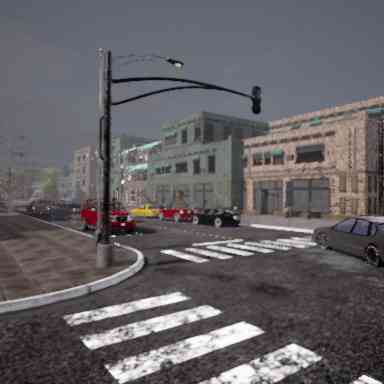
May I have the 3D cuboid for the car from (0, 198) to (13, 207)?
[{"bbox_3d":[-36.484,2.278,65.604,2.008,1.369,4.403,0,-1,-34],"label":"car"}]

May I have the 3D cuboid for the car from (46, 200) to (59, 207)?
[{"bbox_3d":[-29.574,2.424,70.343,1.802,1.307,4.206,0,-1,-34],"label":"car"}]

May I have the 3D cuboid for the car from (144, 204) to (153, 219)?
[{"bbox_3d":[-4.569,1.887,33.880,1.752,1.417,4.829,0,-1,-34],"label":"car"}]

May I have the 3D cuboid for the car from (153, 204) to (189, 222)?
[{"bbox_3d":[-1.335,1.739,29.165,1.967,1.590,4.097,0,-1,-34],"label":"car"}]

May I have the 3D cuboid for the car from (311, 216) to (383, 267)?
[{"bbox_3d":[6.142,1.541,11.419,2.033,1.411,5.357,0,0,-7],"label":"car"}]

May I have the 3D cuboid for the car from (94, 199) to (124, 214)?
[{"bbox_3d":[-10.749,1.796,42.893,2.192,1.841,5.009,0,-1,-34],"label":"car"}]

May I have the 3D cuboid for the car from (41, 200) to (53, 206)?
[{"bbox_3d":[-32.712,2.484,74.919,1.802,1.307,4.206,0,-1,-34],"label":"car"}]

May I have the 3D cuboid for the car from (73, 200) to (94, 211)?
[{"bbox_3d":[-17.023,2.042,52.043,1.967,1.590,4.097,0,-1,-34],"label":"car"}]

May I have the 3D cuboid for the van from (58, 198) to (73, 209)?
[{"bbox_3d":[-23.299,2.063,61.195,1.690,1.788,3.998,0,-1,-34],"label":"van"}]

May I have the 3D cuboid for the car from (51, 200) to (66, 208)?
[{"bbox_3d":[-26.436,2.327,65.768,1.887,1.381,4.507,0,-1,-34],"label":"car"}]

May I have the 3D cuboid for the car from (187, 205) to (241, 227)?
[{"bbox_3d":[1.803,1.804,24.588,1.947,1.339,4.313,0,-1,-34],"label":"car"}]

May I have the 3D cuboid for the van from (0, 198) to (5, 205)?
[{"bbox_3d":[-45.898,2.248,79.333,1.690,1.788,3.998,0,-1,-34],"label":"van"}]

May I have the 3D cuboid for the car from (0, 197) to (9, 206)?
[{"bbox_3d":[-42.760,2.162,74.758,2.192,1.841,5.009,0,-1,-34],"label":"car"}]

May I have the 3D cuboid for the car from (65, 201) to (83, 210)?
[{"bbox_3d":[-20.160,2.244,56.617,1.802,1.307,4.206,0,-1,-34],"label":"car"}]

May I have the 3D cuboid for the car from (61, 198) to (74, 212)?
[{"bbox_3d":[-16.107,1.997,46.040,2.128,1.511,4.902,1,-1,-34],"label":"car"}]

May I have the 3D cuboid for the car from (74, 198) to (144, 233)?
[{"bbox_3d":[-5.107,1.438,19.852,2.192,1.841,5.009,0,-1,-34],"label":"car"}]

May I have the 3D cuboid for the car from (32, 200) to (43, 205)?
[{"bbox_3d":[-38.987,2.605,84.070,1.802,1.307,4.206,0,-1,-34],"label":"car"}]

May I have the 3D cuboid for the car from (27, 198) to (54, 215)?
[{"bbox_3d":[-17.658,1.805,38.152,1.967,1.590,4.097,0,-1,-34],"label":"car"}]

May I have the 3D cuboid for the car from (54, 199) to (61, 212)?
[{"bbox_3d":[-20.427,1.849,46.921,2.097,1.767,4.553,1,-1,-34],"label":"car"}]
